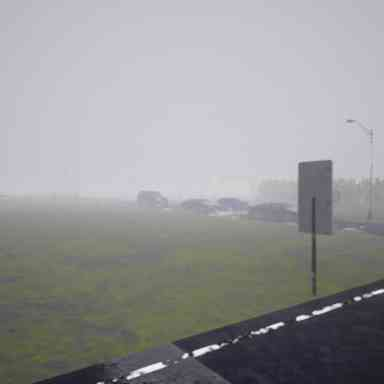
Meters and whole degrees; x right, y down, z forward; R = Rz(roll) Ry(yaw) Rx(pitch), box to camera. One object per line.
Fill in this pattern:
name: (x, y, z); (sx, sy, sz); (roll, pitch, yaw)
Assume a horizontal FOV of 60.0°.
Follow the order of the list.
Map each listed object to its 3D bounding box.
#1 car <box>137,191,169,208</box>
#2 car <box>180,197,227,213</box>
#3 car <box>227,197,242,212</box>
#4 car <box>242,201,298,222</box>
car: (-5.182, 0.873, 43.014); (2.150, 2.045, 5.566); (0, 1, -36)
car: (0.819, 1.356, 34.622); (2.033, 1.411, 5.357); (0, 1, -36)
car: (3.768, 1.295, 35.576); (1.882, 1.535, 5.008); (0, 1, -36)
car: (6.812, 1.510, 26.267); (2.033, 1.411, 5.357); (0, 1, -36)
